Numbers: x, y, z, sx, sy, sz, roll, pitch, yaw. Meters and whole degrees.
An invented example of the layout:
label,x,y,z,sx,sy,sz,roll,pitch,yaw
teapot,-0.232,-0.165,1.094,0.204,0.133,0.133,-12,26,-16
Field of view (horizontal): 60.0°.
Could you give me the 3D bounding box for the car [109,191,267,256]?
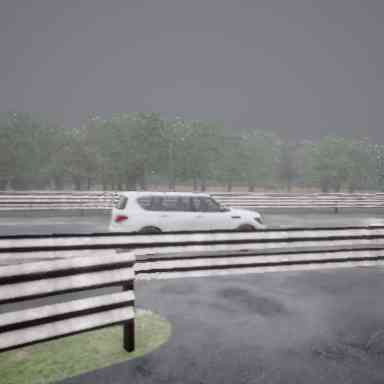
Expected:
label,x,y,z,sx,sy,sz,roll,pitch,yaw
car,-0.118,1.001,11.924,5.566,2.045,2.150,0,1,-15
